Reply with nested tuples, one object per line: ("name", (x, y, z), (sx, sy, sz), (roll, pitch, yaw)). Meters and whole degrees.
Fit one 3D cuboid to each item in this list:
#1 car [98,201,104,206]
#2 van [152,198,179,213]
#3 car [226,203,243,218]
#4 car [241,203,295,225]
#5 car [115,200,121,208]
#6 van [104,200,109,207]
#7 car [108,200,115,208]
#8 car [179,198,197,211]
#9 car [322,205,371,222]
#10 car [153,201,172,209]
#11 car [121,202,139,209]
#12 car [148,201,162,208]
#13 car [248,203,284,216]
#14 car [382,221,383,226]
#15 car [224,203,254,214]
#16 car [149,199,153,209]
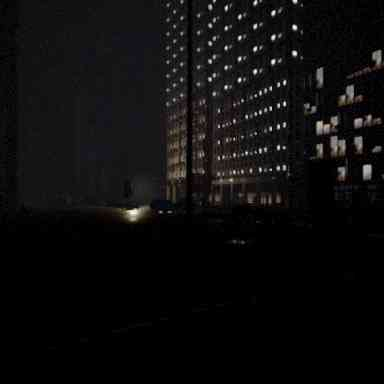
("car", (-23.367, 3.040, 86.701), (1.887, 1.381, 4.507), (-1, -1, -26))
("van", (-3.718, 1.995, 46.231), (1.690, 1.788, 3.998), (-1, -1, -26))
("car", (5.660, 1.869, 32.880), (2.128, 1.511, 4.902), (0, -1, -26))
("car", (6.114, 1.805, 25.990), (2.008, 1.369, 4.403), (-1, -1, -26))
("car", (-13.467, 2.591, 66.312), (1.752, 1.417, 4.829), (-1, -1, -26))
("van", (-18.458, 2.622, 76.585), (1.690, 1.788, 3.998), (-1, -1, -26))
("car", (-15.997, 2.719, 71.524), (1.887, 1.381, 4.507), (-1, -1, -26))
("car", (-1.183, 2.011, 54.188), (2.150, 2.045, 5.566), (0, -1, -26))
("car", (13.652, 1.841, 29.650), (2.008, 1.369, 4.403), (-1, -1, -26))
("car", (-5.724, 2.456, 63.420), (1.882, 1.535, 5.008), (0, -1, -26))
("car", (-11.084, 2.514, 61.405), (2.008, 1.369, 4.403), (-1, -1, -26))
("car", (-8.458, 2.793, 75.184), (1.802, 1.307, 4.206), (-1, -1, -26))
("car", (8.739, 2.055, 39.769), (1.947, 1.339, 4.313), (-1, -1, -26))
("car", (13.637, 1.643, 18.421), (2.033, 1.411, 5.357), (0, -1, -37))
("car", (6.282, 2.155, 44.828), (1.947, 1.339, 4.313), (-1, -1, -26))
("car", (-5.154, 2.053, 55.348), (2.150, 2.045, 5.566), (0, -2, -26))
